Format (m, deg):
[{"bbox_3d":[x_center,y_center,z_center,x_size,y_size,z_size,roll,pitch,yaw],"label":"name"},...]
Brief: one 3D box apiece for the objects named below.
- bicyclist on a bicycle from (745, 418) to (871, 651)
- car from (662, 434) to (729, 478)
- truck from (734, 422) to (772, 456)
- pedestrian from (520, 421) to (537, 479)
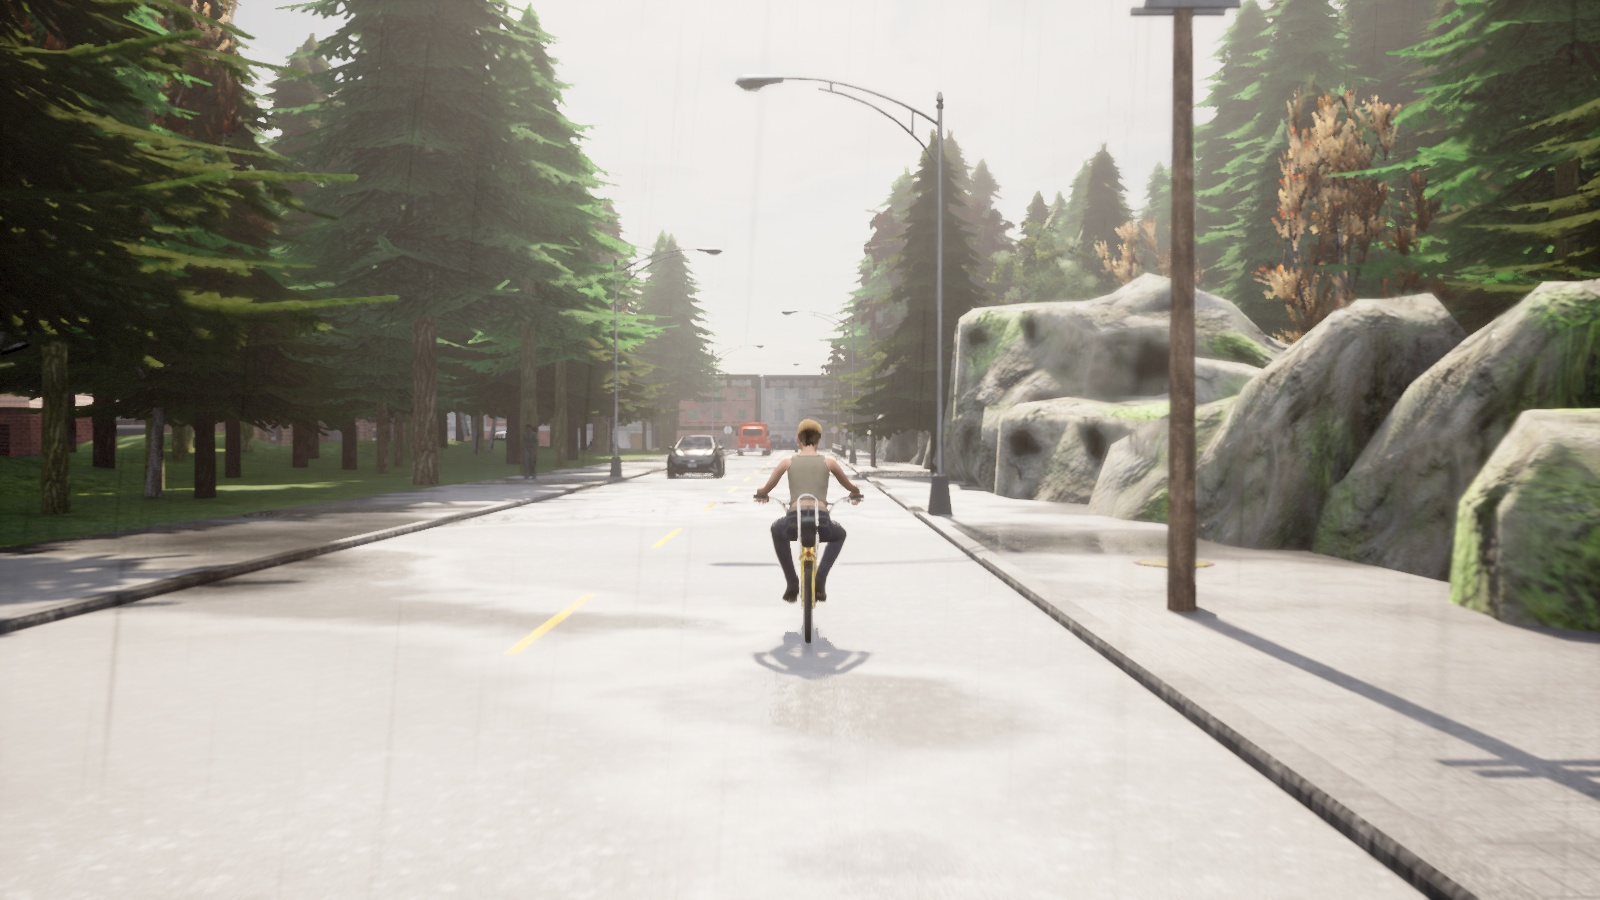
[{"bbox_3d":[0.064,0.575,9.447,0.866,1.612,1.509,0,1,1],"label":"bicyclist on a bicycle"},{"bbox_3d":[-3.730,0.177,45.508,2.007,1.525,4.514,0,1,0],"label":"car"},{"bbox_3d":[-3.522,-0.806,94.697,2.627,2.467,5.204,0,0,0],"label":"truck"},{"bbox_3d":[-8.778,-0.009,40.640,0.353,1.847,0.614,0,1,8],"label":"pedestrian"}]
